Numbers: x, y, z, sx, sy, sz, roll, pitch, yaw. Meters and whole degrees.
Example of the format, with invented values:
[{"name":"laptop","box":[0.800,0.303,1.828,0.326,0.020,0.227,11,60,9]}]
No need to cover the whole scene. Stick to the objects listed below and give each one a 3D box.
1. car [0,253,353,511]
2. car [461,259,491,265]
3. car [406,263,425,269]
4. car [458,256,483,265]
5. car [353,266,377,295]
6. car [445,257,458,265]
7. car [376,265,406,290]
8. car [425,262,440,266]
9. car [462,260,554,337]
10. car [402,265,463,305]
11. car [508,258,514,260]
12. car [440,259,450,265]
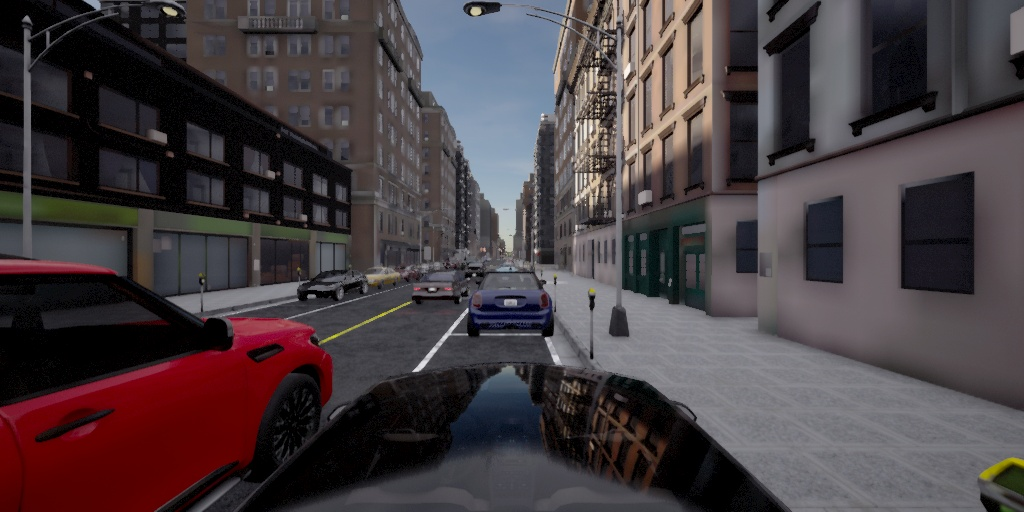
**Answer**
[{"name":"car","box":[-3.020,0.966,1.530,2.150,2.045,5.566,0,0,0]},{"name":"car","box":[-3.020,1.265,31.096,1.837,1.490,4.892,0,0,0]},{"name":"car","box":[-8.408,1.330,28.044,1.802,1.307,4.207,0,0,0]},{"name":"car","box":[-5.770,1.064,50.065,2.150,2.045,5.566,0,0,0]},{"name":"car","box":[-8.408,1.315,17.218,1.948,1.339,4.313,0,0,0]},{"name":"car","box":[-8.408,1.051,49.696,2.192,1.841,5.009,0,0,0]},{"name":"car","box":[-8.408,1.274,22.461,1.751,1.417,4.829,0,0,0]},{"name":"car","box":[-8.408,1.297,33.457,2.007,1.370,4.403,0,0,0]},{"name":"car","box":[-0.033,1.102,10.470,2.097,1.767,4.553,0,0,0]},{"name":"car","box":[-3.020,1.313,16.096,2.033,1.411,5.357,0,0,0]},{"name":"car","box":[-0.383,1.269,39.031,1.751,1.417,4.829,0,0,0]},{"name":"car","box":[-8.408,1.294,38.870,2.007,1.370,4.403,0,0,0]}]
